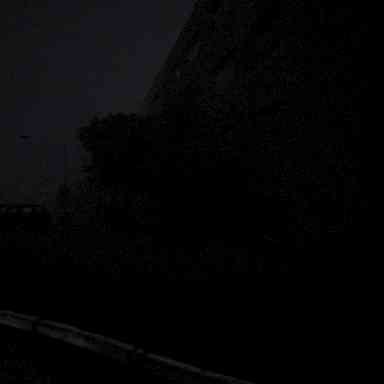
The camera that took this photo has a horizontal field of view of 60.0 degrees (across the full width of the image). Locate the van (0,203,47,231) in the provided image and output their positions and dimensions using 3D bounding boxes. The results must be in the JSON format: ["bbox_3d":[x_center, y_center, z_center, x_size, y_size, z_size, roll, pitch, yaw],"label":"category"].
[{"bbox_3d":[-12.440,1.787,22.452,4.442,1.987,1.878,0,-3,-22],"label":"van"}]

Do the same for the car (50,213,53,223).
[{"bbox_3d":[-15.762,2.272,30.106,5.566,2.045,2.435,0,-4,-22],"label":"car"}]

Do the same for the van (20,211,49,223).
[{"bbox_3d":[-27.559,4.418,58.400,4.442,1.987,1.878,0,-4,-22],"label":"van"}]

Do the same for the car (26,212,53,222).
[{"bbox_3d":[-34.883,5.741,76.486,5.566,2.045,2.435,0,-4,-22],"label":"car"}]

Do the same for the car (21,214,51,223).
[{"bbox_3d":[-28.562,4.844,61.119,5.008,1.535,2.097,0,-4,-22],"label":"car"}]

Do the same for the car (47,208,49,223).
[{"bbox_3d":[-13.577,2.192,24.977,4.792,1.488,2.163,0,-3,-22],"label":"car"}]
